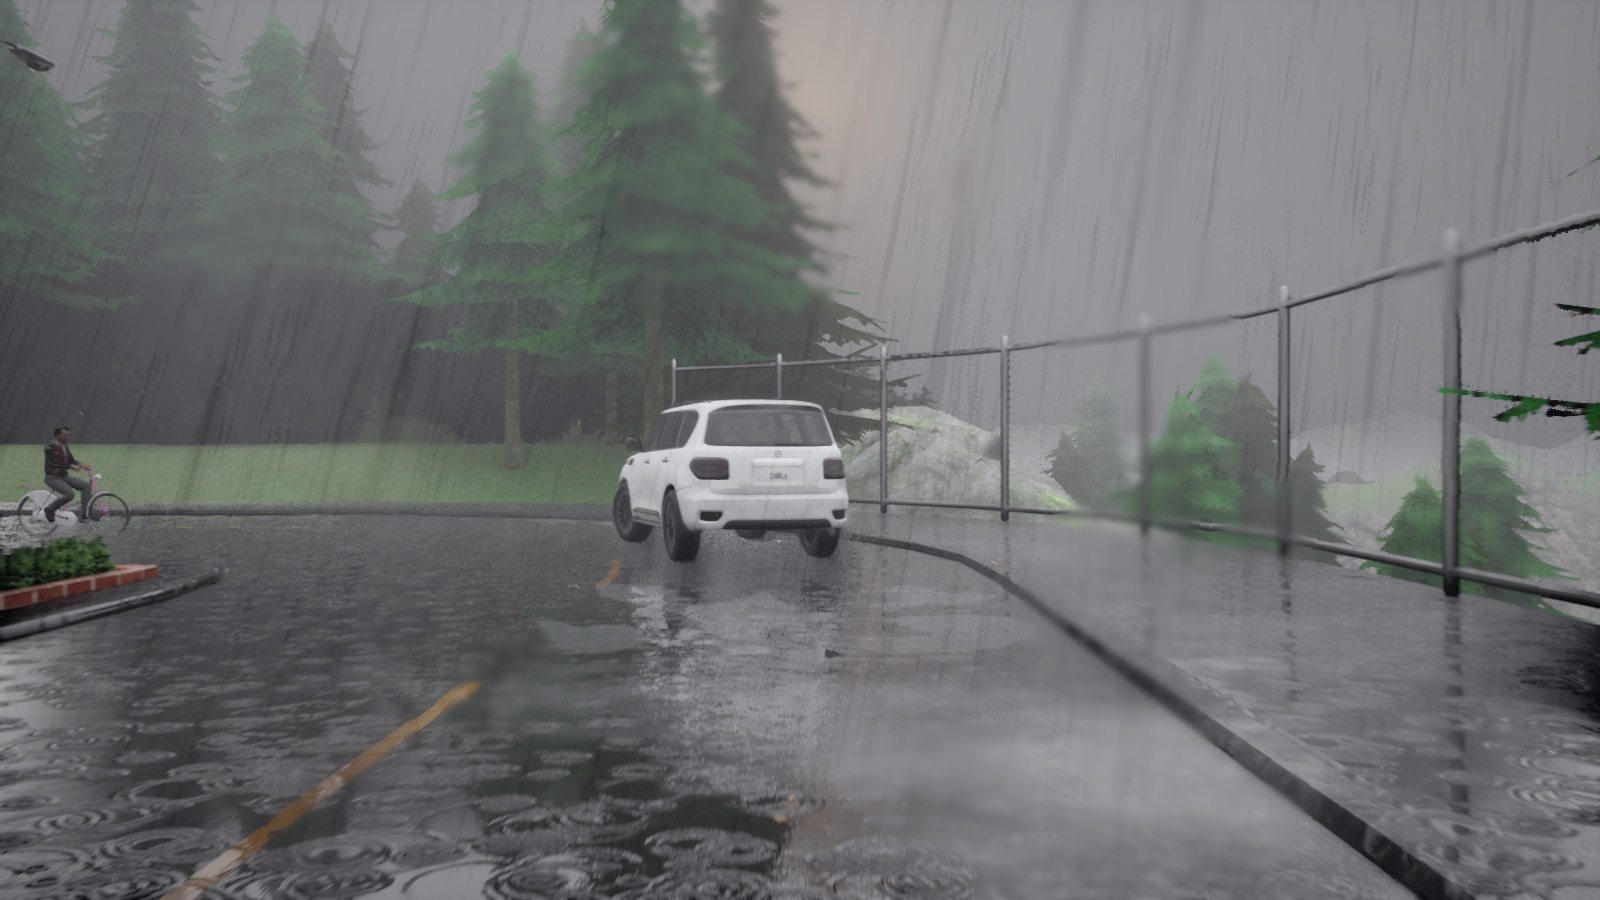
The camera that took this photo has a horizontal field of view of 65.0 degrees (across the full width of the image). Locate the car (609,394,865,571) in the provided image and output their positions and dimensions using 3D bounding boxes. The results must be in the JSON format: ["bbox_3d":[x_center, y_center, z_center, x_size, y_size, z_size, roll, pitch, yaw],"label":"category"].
[{"bbox_3d":[-1.117,0.367,17.512,2.150,2.045,5.566,0,0,-18],"label":"car"}]

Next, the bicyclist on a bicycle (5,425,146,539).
[{"bbox_3d":[-11.446,0.496,19.870,1.843,1.776,0.659,0,1,3],"label":"bicyclist on a bicycle"}]
